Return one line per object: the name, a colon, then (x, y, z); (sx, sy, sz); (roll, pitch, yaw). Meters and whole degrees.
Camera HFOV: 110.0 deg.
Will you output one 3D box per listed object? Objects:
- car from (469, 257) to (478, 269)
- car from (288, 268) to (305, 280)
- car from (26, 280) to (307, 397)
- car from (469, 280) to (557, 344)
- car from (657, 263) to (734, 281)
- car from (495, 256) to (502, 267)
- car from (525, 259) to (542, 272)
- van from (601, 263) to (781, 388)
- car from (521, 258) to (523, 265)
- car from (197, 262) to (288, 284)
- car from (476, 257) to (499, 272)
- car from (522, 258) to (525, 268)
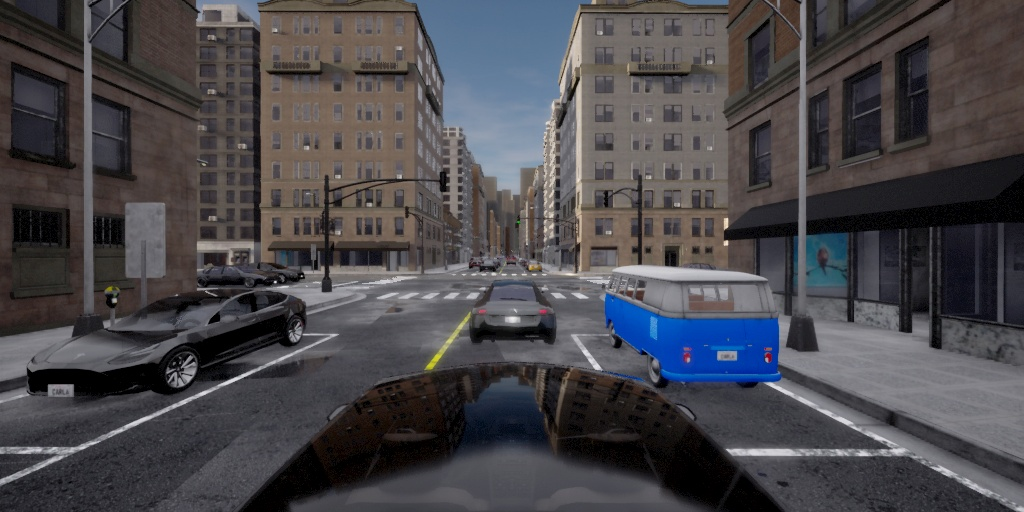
car: (-5.676, 1.050, 56.809); (2.192, 1.841, 5.009); (0, 0, 0)
car: (-17.860, 1.230, 26.316); (4.892, 1.490, 1.837); (0, 0, 0)
car: (-5.641, 1.315, 6.674); (1.948, 1.339, 4.313); (0, 0, 0)
car: (0.046, 1.314, 9.570); (1.994, 1.385, 4.181); (0, 0, 1)
car: (15.233, 1.289, 29.941); (5.357, 1.411, 2.033); (0, 0, 0)
car: (-3.091, 1.227, 56.039); (2.128, 1.511, 4.902); (0, 0, 0)
car: (2.929, 1.266, 45.988); (1.751, 1.417, 4.829); (0, 0, 0)
van: (2.884, 1.090, 6.628); (1.690, 1.789, 3.998); (0, 0, 0)
car: (2.849, 1.286, 56.870); (2.007, 1.370, 4.403); (0, 0, 0)
car: (-17.890, 1.281, 23.065); (5.357, 1.411, 2.033); (0, 0, 0)
car: (-3.022, 1.219, 45.661); (1.882, 1.535, 5.008); (0, 0, 1)
car: (2.890, 1.178, 51.344); (1.967, 1.591, 4.097); (0, 0, 0)
